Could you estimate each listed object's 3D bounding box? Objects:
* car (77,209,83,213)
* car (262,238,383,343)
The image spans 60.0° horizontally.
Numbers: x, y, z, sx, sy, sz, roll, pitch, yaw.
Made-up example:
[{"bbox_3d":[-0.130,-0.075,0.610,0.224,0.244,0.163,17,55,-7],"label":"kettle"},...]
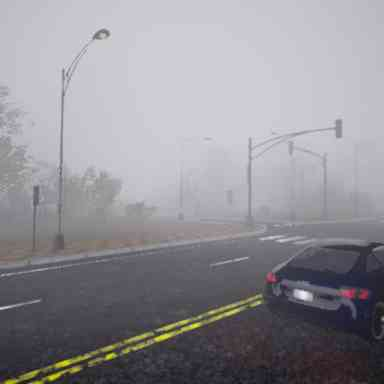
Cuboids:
[{"bbox_3d":[-17.119,2.291,51.463,2.150,2.045,5.566,2,-3,-40],"label":"car"},{"bbox_3d":[3.275,1.630,6.691,4.181,1.385,1.994,0,-1,-42],"label":"car"}]
